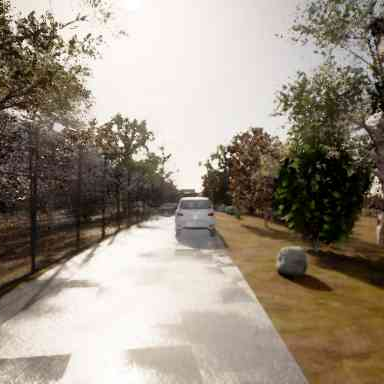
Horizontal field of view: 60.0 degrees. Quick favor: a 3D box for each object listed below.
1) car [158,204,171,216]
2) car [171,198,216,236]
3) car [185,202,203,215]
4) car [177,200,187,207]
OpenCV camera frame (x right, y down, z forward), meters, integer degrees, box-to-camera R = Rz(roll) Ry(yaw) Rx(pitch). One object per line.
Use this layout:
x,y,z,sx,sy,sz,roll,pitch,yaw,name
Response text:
-2.728,1.997,37.534,1.895,1.301,4.718,0,-1,0,car
0.162,1.337,19.419,2.150,2.045,5.566,0,-1,0,car
0.242,2.034,41.824,2.033,1.411,5.357,0,-1,0,car
-2.285,2.672,78.027,2.128,1.511,4.902,0,-2,1,car
